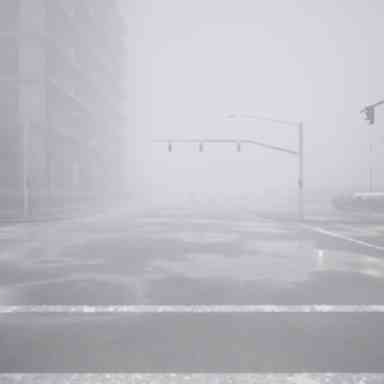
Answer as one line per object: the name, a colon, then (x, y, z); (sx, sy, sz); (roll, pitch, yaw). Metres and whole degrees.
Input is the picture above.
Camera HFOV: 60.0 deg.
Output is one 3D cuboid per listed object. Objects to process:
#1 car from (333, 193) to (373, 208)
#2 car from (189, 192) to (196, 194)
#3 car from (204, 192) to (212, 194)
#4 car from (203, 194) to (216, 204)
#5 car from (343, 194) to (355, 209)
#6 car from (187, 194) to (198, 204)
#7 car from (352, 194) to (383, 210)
car: (25.260, 1.205, 52.345); (4.605, 1.855, 1.932); (0, 0, 1)
car: (0.101, 1.082, 74.006); (2.150, 2.045, 5.566); (0, 0, 0)
car: (3.601, 1.082, 73.986); (2.150, 2.045, 5.566); (0, 0, 0)
car: (3.544, 1.521, 63.951); (1.812, 1.442, 4.674); (0, 0, 0)
car: (25.277, 1.416, 49.661); (3.905, 1.438, 1.784); (0, 0, 1)
car: (0.042, 1.543, 63.554); (2.033, 1.411, 5.357); (0, 0, 0)
car: (25.239, 1.448, 46.766); (3.806, 1.475, 1.970); (0, 0, 1)
